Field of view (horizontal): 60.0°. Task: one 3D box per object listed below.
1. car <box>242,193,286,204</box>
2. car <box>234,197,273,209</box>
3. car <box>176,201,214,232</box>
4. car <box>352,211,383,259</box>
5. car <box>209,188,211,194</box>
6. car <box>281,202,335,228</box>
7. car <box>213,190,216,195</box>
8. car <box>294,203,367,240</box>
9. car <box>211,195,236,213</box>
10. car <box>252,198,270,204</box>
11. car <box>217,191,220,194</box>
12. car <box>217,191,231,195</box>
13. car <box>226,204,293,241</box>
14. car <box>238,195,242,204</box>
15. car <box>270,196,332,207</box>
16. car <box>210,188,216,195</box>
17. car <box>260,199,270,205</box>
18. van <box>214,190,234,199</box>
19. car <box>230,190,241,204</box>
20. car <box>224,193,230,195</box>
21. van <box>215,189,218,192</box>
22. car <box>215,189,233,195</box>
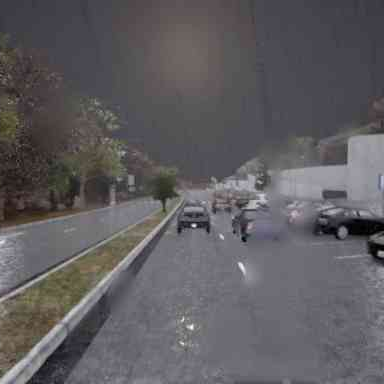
[{"bbox_3d":[8.106,1.221,31.928,5.566,2.045,2.435,1,0,-20],"label":"car"},{"bbox_3d":[8.084,1.405,43.931,4.674,1.452,2.002,1,1,-20],"label":"car"},{"bbox_3d":[0.104,1.517,20.052,1.837,1.490,4.892,0,0,0],"label":"car"},{"bbox_3d":[8.047,1.516,10.889,4.792,1.488,2.163,1,0,-20],"label":"car"},{"bbox_3d":[8.116,0.518,85.856,5.566,2.045,2.435,0,1,-20],"label":"car"},{"bbox_3d":[8.077,1.539,19.906,4.674,1.452,2.002,1,0,-20],"label":"car"},{"bbox_3d":[8.079,0.900,76.895,4.892,1.521,2.231,1,1,-20],"label":"car"},{"bbox_3d":[8.067,1.497,16.905,5.008,1.535,2.097,1,0,-20],"label":"car"},{"bbox_3d":[3.107,1.447,36.000,2.128,1.511,4.902,0,0,0],"label":"car"},{"bbox_3d":[8.102,1.515,28.930,4.792,1.488,2.163,1,0,-20],"label":"car"},{"bbox_3d":[8.079,1.068,67.950,4.674,1.452,2.002,0,1,-20],"label":"car"},{"bbox_3d":[8.057,1.101,64.931,4.792,1.488,2.163,0,1,-20],"label":"car"},{"bbox_3d":[3.104,1.557,16.549,2.033,1.411,5.357,0,0,0],"label":"car"},{"bbox_3d":[7.905,1.448,34.857,5.366,1.575,1.946,1,1,-20],"label":"car"},{"bbox_3d":[8.107,1.373,22.916,4.553,1.767,2.185,1,0,-20],"label":"car"},{"bbox_3d":[8.064,0.605,79.860,5.566,2.045,2.435,0,1,-20],"label":"car"},{"bbox_3d":[8.078,1.538,25.906,4.674,1.452,2.002,1,1,-20],"label":"car"},{"bbox_3d":[7.981,0.586,82.813,4.442,1.987,1.878,0,1,-20],"label":"van"},{"bbox_3d":[8.056,1.151,40.908,5.566,2.045,2.435,1,1,-20],"label":"car"},{"bbox_3d":[8.055,1.274,52.927,4.792,1.488,2.163,1,1,-20],"label":"car"},{"bbox_3d":[8.196,0.717,73.953,4.442,1.987,1.878,0,1,-20],"label":"van"},{"bbox_3d":[8.056,0.859,70.919,4.553,1.767,2.185,0,1,-20],"label":"car"}]
